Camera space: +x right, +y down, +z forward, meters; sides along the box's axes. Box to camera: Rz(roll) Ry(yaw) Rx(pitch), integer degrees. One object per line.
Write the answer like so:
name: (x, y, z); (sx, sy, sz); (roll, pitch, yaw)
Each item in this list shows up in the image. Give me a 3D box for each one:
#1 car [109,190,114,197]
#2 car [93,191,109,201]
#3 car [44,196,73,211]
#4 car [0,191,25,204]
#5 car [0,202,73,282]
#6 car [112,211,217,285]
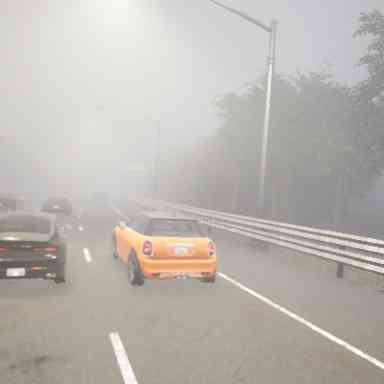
car: (-21.245, 0.570, 83.008); (1.895, 1.301, 4.718); (4, 0, -9)
car: (-15.525, 0.589, 56.094); (2.097, 1.767, 4.553); (4, 0, -14)
car: (-10.194, 1.001, 25.422); (1.994, 1.385, 4.181); (4, 0, -18)
car: (-13.508, 0.672, 24.329); (1.882, 1.535, 5.008); (4, 0, -18)
car: (-4.259, 1.259, 8.722); (1.837, 1.490, 4.892); (4, 0, -21)
car: (-1.007, 1.342, 9.692); (2.097, 1.767, 4.553); (4, 0, -21)
